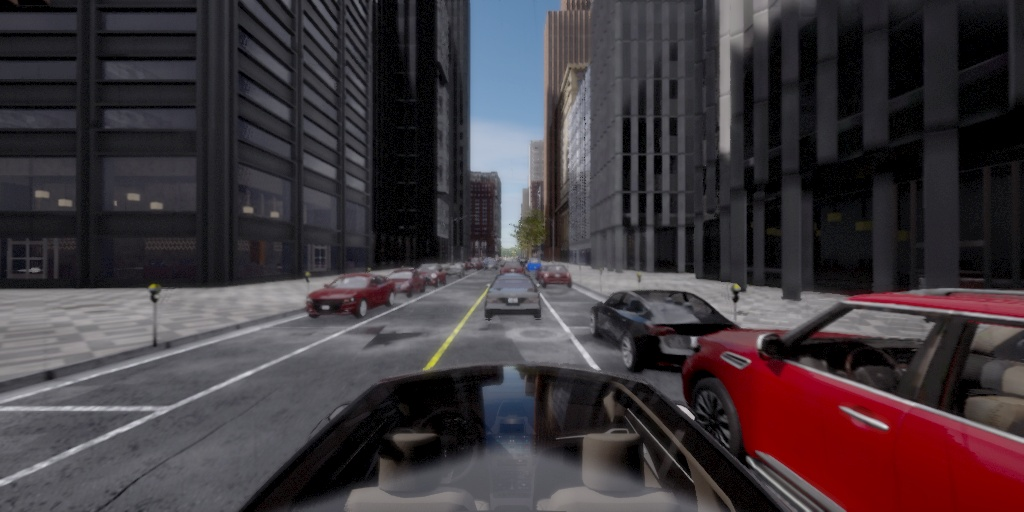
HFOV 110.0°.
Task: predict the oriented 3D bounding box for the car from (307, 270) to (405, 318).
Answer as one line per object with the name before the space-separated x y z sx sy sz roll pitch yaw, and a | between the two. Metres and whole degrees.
car | -5.667 1.327 13.147 1.888 1.381 4.507 0 0 0

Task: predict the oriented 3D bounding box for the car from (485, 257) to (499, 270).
car | -3.077 1.362 53.211 2.128 1.511 4.902 0 0 0

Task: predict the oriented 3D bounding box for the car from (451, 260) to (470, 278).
car | -5.665 1.392 35.704 2.007 1.370 4.403 0 0 0

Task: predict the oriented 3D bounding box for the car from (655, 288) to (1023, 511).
car | 2.857 1.065 1.840 2.192 1.841 5.009 0 0 0

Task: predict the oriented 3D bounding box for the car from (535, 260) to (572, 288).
car | 2.859 1.253 24.400 1.967 1.591 4.097 0 0 0

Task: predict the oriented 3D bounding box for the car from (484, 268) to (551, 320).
car | 0.046 1.328 12.809 2.033 1.411 5.357 0 0 0

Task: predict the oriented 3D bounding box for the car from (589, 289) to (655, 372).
car | 2.858 1.332 7.481 1.948 1.339 4.313 0 0 0

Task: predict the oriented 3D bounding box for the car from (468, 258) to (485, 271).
car | -5.664 1.185 52.624 2.192 1.841 5.009 0 0 0

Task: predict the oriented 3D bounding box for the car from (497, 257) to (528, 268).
car | 0.071 1.182 31.228 2.097 1.767 4.553 0 0 0

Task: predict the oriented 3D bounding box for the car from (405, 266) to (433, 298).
car | -5.667 1.379 18.786 1.802 1.307 4.207 0 0 0

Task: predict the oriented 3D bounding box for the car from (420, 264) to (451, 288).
car | -5.666 1.253 24.425 1.967 1.591 4.097 0 0 0

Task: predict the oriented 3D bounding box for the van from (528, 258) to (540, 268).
van | 2.861 1.204 46.961 1.690 1.789 3.998 0 0 0

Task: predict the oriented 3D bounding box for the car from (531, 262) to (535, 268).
car | 2.860 1.410 30.041 1.802 1.307 4.207 0 0 0
